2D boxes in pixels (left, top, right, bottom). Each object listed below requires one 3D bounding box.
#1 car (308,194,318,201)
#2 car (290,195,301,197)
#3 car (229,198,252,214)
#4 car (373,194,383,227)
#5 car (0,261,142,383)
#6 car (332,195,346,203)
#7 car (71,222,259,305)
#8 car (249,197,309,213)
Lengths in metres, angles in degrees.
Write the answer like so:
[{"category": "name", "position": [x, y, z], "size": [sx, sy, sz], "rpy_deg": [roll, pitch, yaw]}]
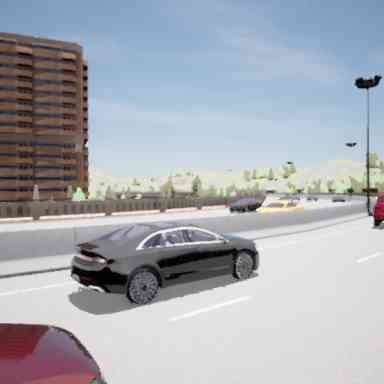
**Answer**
[{"category": "car", "position": [25.589, 1.230, 70.764], "size": [1.812, 1.442, 4.674], "rpy_deg": [0, 0, 12]}, {"category": "car", "position": [9.432, 1.379, 33.669], "size": [2.128, 1.511, 4.902], "rpy_deg": [0, 0, 36]}, {"category": "car", "position": [5.670, 1.383, 34.462], "size": [1.882, 1.535, 5.008], "rpy_deg": [0, 0, 37]}, {"category": "car", "position": [13.270, 1.113, 21.269], "size": [2.150, 2.045, 5.566], "rpy_deg": [0, 0, 41]}, {"category": "car", "position": [-2.613, 1.574, 2.038], "size": [4.181, 1.385, 1.994], "rpy_deg": [0, 0, -35]}, {"category": "car", "position": [26.763, 1.307, 60.668], "size": [1.994, 1.385, 4.181], "rpy_deg": [0, 0, 18]}, {"category": "car", "position": [-0.402, 1.479, 8.113], "size": [4.902, 1.511, 2.128], "rpy_deg": [0, 0, -38]}, {"category": "car", "position": [6.527, 1.398, 24.520], "size": [1.882, 1.535, 5.008], "rpy_deg": [0, 0, 41]}]
